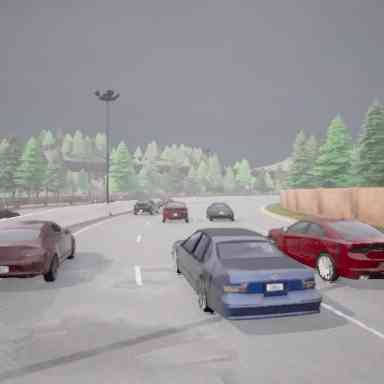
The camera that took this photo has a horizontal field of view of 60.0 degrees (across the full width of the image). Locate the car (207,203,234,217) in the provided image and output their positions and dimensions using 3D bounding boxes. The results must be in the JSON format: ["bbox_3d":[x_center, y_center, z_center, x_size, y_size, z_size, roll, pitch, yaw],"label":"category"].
[{"bbox_3d":[2.271,1.576,27.331,1.994,1.385,4.181,0,0,0],"label":"car"}]

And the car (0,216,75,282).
[{"bbox_3d":[-4.583,1.529,9.510,1.812,1.442,4.674,0,0,-10],"label":"car"}]

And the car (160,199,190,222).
[{"bbox_3d":[-1.232,1.489,26.379,1.882,1.535,5.008,0,0,-1],"label":"car"}]

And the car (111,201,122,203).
[{"bbox_3d":[-11.456,1.513,55.848,2.128,1.511,4.902,0,0,16],"label":"car"}]

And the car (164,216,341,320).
[{"bbox_3d":[0.781,1.551,7.706,2.033,1.411,5.357,0,0,-12],"label":"car"}]

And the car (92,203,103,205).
[{"bbox_3d":[-15.021,1.372,56.051,2.097,1.767,4.553,0,0,16],"label":"car"}]

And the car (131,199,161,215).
[{"bbox_3d":[-4.612,1.518,33.848,1.837,1.490,4.892,0,0,5],"label":"car"}]

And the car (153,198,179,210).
[{"bbox_3d":[-3.385,1.566,44.213,2.033,1.411,5.357,0,0,12],"label":"car"}]

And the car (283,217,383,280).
[{"bbox_3d":[3.953,1.483,9.904,1.882,1.535,5.008,0,0,-12],"label":"car"}]
